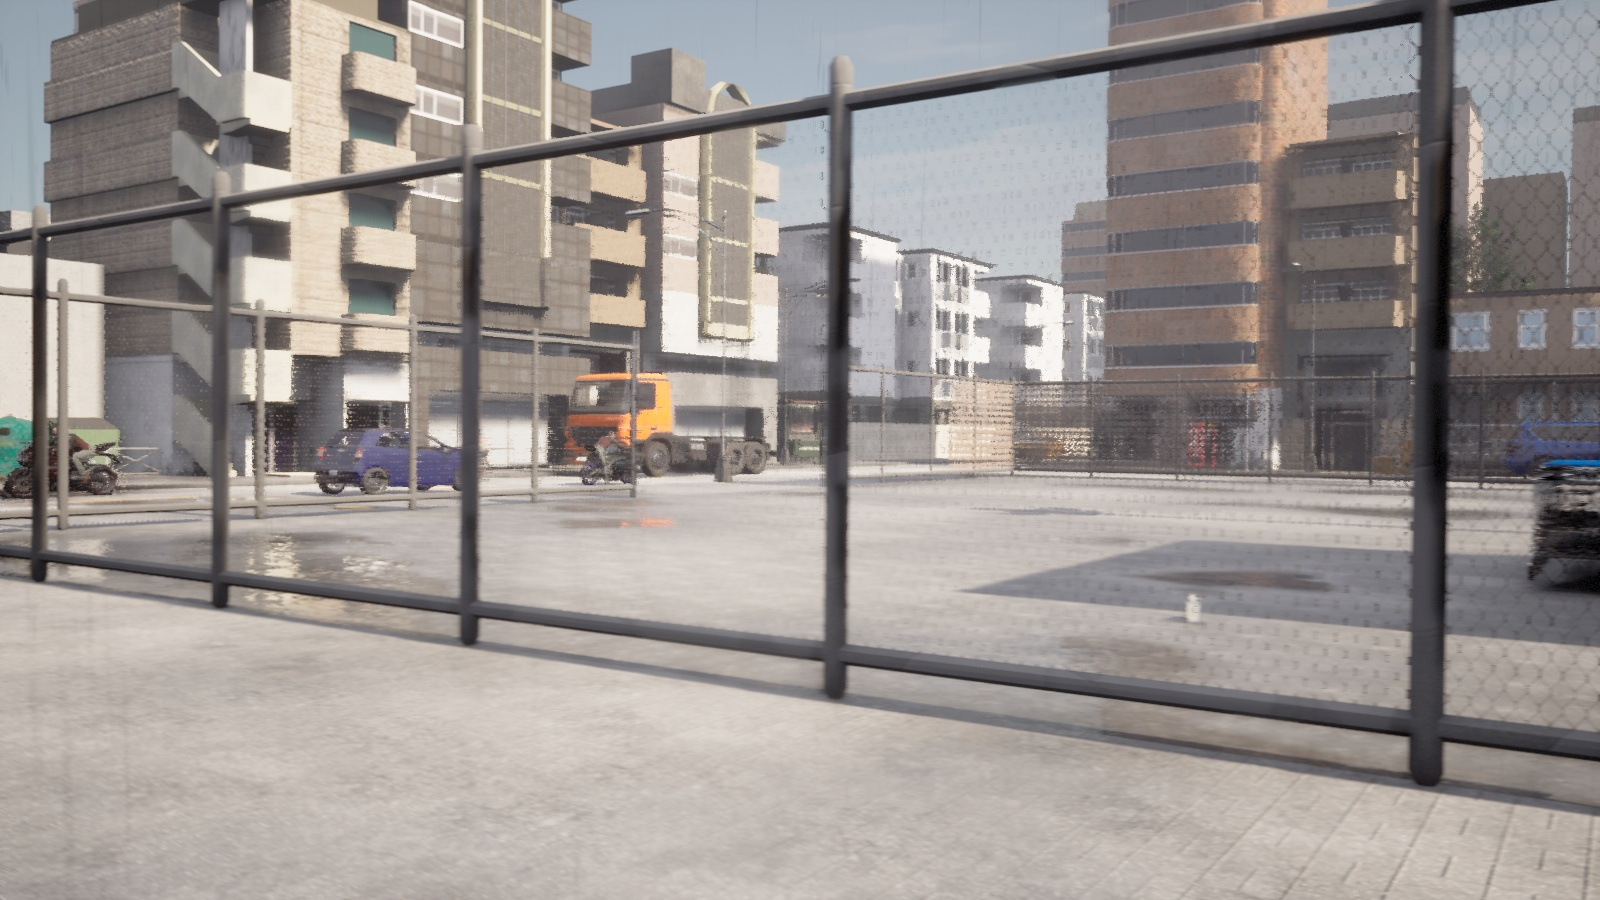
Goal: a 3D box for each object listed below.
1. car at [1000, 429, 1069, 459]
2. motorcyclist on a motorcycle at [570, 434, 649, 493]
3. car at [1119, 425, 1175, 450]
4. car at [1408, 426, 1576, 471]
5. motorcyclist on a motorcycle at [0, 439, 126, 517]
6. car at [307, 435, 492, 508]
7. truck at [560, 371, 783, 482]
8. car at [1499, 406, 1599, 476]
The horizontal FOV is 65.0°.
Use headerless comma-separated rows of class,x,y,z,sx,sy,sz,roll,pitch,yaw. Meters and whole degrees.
car,12.874,-0.345,68.700,1.882,1.535,5.008,0,1,33
motorcyclist on a motorcycle,-5.178,0.346,34.247,0.866,1.530,2.191,0,1,34
car,23.356,-0.854,84.472,2.152,1.651,5.027,0,1,34
car,23.618,-0.064,42.931,4.892,1.490,1.837,0,1,34
motorcyclist on a motorcycle,-15.363,0.549,26.129,0.866,1.530,2.191,0,1,34
car,-9.009,0.438,28.477,1.845,1.501,3.633,0,1,34
truck,-4.197,-0.799,42.979,2.891,3.462,7.936,0,1,37
car,24.298,-0.285,37.713,5.566,2.045,2.150,0,1,35
